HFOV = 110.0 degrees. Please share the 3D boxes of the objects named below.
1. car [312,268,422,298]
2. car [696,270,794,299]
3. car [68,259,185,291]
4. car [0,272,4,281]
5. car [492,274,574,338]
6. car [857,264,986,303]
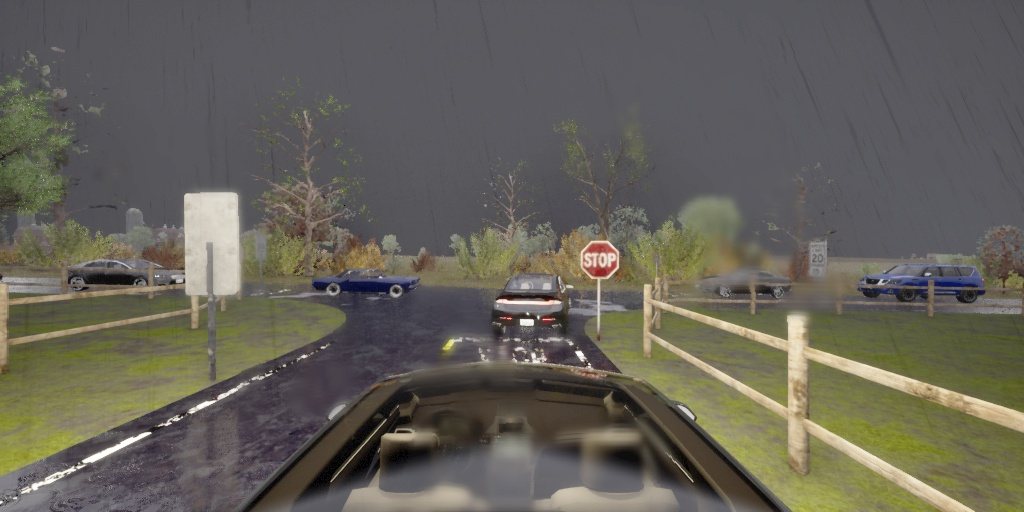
[{"bbox_3d":[-6.813,1.248,17.272,4.718,1.301,1.895,1,1,0],"label":"car"},{"bbox_3d":[13.015,1.525,20.186,4.902,1.511,2.128,1,1,0],"label":"car"},{"bbox_3d":[-18.481,0.885,17.296,4.902,1.511,2.128,1,1,0],"label":"car"},{"bbox_3d":[-27.784,0.717,17.309,4.674,1.442,1.812,1,1,0],"label":"car"},{"bbox_3d":[0.711,1.240,10.235,2.128,1.511,4.902,0,0,9],"label":"car"},{"bbox_3d":[22.911,1.467,20.169,5.566,2.045,2.150,1,1,0],"label":"car"}]
